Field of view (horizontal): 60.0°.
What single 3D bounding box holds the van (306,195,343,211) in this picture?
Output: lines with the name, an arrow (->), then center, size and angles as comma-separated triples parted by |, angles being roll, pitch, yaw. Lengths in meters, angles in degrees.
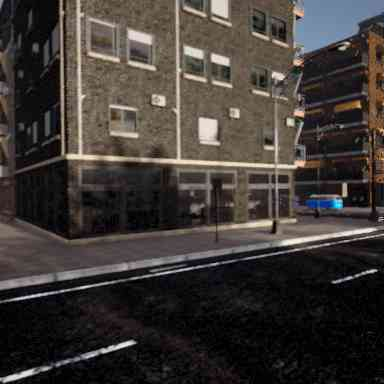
van -> 15.195, 1.254, 38.328 | 1.690, 1.788, 3.998 | -2, 0, -36

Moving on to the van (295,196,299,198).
van -> 11.880, 1.328, 42.844 | 1.690, 1.788, 3.998 | -2, 0, -36

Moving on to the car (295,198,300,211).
car -> 8.458, 1.610, 33.412 | 1.802, 1.307, 4.206 | -2, 0, -36
